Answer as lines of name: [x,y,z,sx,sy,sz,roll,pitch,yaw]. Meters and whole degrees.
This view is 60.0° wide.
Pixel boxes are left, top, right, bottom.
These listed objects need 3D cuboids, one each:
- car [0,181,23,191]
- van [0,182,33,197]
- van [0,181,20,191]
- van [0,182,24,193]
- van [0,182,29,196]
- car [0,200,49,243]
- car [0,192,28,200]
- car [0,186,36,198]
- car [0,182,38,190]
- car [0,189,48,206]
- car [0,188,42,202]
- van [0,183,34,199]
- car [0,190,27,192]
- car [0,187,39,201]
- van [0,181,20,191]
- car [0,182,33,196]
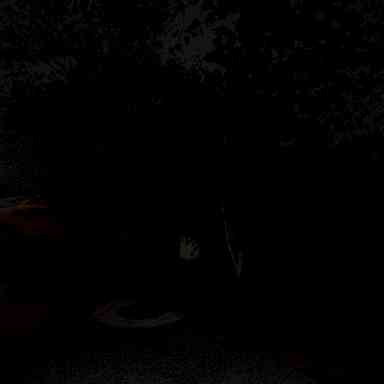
car: [-38.832,-1.237,70.276,5.566,2.045,2.435,1,1,-30]
van: [-24.755,-0.304,46.290,4.442,1.987,1.878,1,1,-30]
van: [-40.096,-1.299,72.745,4.442,1.987,1.878,1,1,-30]
van: [-34.541,-0.939,63.165,4.442,1.987,1.878,1,1,-30]
van: [-26.345,-0.398,48.568,4.442,1.987,1.878,1,1,-30]
car: [-6.884,1.314,15.219,5.008,1.535,2.097,1,2,-30]
car: [-8.237,1.076,17.629,4.553,1.767,2.185,1,2,-30]
car: [-23.469,0.010,43.844,5.008,1.535,2.097,1,1,-30]
car: [-15.113,0.384,29.488,5.566,2.045,2.435,1,2,-30]
car: [-16.560,0.550,31.861,4.792,1.488,2.163,1,2,-30]
car: [-19.350,0.326,36.787,4.792,1.488,2.163,1,2,-30]
van: [-22.163,-0.124,41.374,4.442,1.987,1.878,1,1,-30]
car: [-12.531,0.857,24.599,5.366,1.575,1.946,1,2,-30]
car: [-20.673,0.228,39.069,4.792,1.488,2.163,1,1,-30]
van: [-41.423,-1.385,75.032,4.442,1.987,1.878,1,1,-30]
car: [-27.657,-0.512,51.007,5.566,2.045,2.435,1,1,-30]
